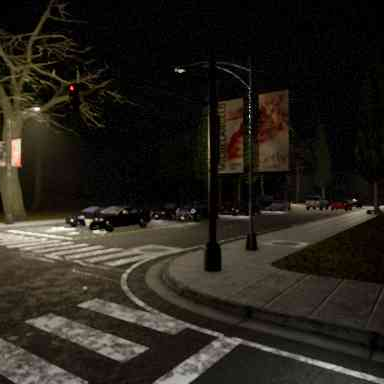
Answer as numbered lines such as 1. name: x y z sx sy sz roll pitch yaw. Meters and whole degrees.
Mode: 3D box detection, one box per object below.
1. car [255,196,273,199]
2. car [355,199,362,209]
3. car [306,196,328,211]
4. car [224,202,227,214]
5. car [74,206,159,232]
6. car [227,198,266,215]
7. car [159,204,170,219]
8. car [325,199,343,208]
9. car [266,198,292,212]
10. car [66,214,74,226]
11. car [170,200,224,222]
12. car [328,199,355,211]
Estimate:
1. car: 10.188 1.586 48.380 2.150 2.045 5.566 0 -1 38
2. car: 26.663 1.953 54.594 2.128 1.511 4.902 0 -1 35
3. car: 18.153 1.598 48.135 2.150 2.045 5.566 0 -1 35
4. car: 4.109 1.890 39.812 1.895 1.301 4.718 0 0 35
5. car: -4.732 1.659 21.594 2.128 1.511 4.902 0 0 35
6. car: 6.166 1.775 37.081 1.837 1.490 4.892 0 0 35
7. car: -1.616 1.779 31.661 2.033 1.411 5.357 0 0 35
8. car: 24.287 2.004 56.860 1.812 1.442 4.674 0 -1 35
9. car: 12.113 1.868 45.474 1.812 1.442 4.674 0 -1 36
10. car: -6.943 1.748 24.113 1.994 1.385 4.181 0 0 36
11. car: 0.514 1.566 29.052 2.097 1.767 4.553 0 0 35
12. car: 20.906 1.718 46.409 2.097 1.767 4.553 0 -1 35
